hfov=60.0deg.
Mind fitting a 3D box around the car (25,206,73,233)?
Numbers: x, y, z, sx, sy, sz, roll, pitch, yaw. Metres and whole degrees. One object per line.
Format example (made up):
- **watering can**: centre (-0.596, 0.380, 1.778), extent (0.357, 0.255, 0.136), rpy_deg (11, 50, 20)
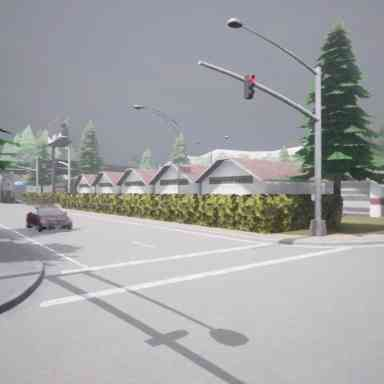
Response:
- **car**: centre (-8.681, 1.575, 19.981), extent (1.812, 1.442, 4.674), rpy_deg (0, 1, -38)
